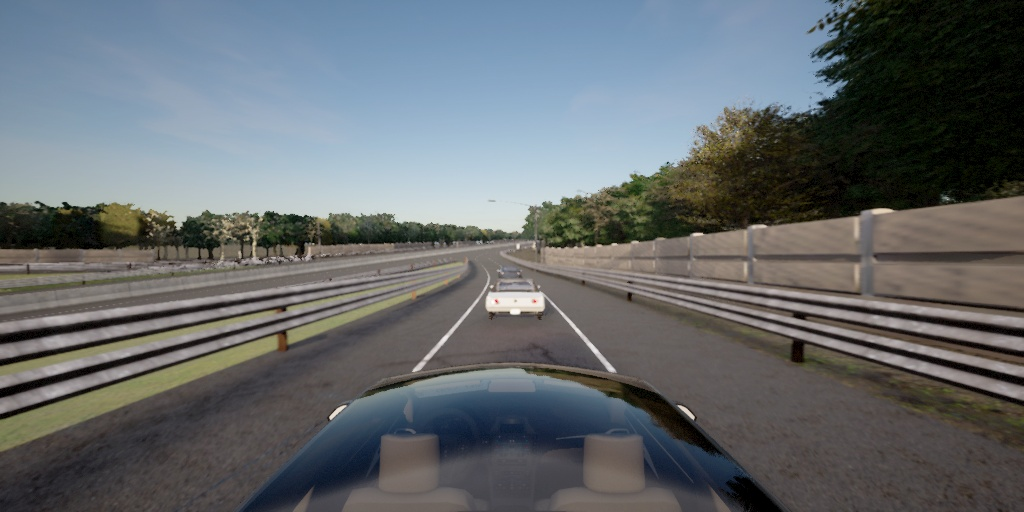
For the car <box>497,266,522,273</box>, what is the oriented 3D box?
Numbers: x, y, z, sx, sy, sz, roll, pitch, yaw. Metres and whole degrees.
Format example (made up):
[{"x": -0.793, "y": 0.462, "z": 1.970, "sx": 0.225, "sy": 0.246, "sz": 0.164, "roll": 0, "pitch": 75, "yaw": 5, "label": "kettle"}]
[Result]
[{"x": -0.204, "y": 1.519, "z": 29.023, "sx": 2.128, "sy": 1.511, "sz": 4.902, "roll": 0, "pitch": -1, "yaw": -2, "label": "car"}]

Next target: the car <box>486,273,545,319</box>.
[{"x": 0.114, "y": 1.470, "z": 13.381, "sx": 1.895, "sy": 1.301, "sz": 4.718, "roll": 0, "pitch": -1, "yaw": 0, "label": "car"}]
